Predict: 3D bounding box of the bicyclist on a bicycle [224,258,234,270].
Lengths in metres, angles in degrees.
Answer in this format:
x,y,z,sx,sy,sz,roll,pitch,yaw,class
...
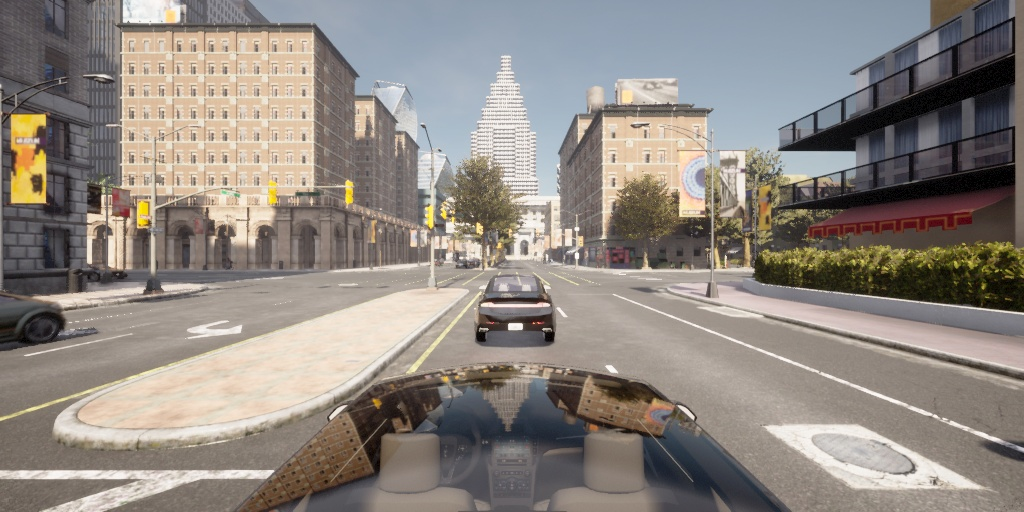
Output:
x,y,z,sx,sy,sz,roll,pitch,yaw,class
-37.237,1.050,47.206,0.582,1.620,1.656,0,0,0,bicyclist on a bicycle

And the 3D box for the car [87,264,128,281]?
x,y,z,sx,sy,sz,roll,pitch,yaw,class
-34.159,1.314,29.252,4.181,1.385,1.994,0,0,0,car

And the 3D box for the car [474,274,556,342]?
x,y,z,sx,sy,sz,roll,pitch,yaw,class
0.082,1.242,9.797,2.128,1.511,4.902,0,0,0,car

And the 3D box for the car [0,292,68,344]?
x,y,z,sx,sy,sz,roll,pitch,yaw,class
-11.599,1.314,6.746,1.994,1.385,4.181,0,0,0,car

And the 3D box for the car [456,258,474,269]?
x,y,z,sx,sy,sz,roll,pitch,yaw,class
-8.002,1.241,58.545,2.128,1.511,4.902,0,0,0,car
